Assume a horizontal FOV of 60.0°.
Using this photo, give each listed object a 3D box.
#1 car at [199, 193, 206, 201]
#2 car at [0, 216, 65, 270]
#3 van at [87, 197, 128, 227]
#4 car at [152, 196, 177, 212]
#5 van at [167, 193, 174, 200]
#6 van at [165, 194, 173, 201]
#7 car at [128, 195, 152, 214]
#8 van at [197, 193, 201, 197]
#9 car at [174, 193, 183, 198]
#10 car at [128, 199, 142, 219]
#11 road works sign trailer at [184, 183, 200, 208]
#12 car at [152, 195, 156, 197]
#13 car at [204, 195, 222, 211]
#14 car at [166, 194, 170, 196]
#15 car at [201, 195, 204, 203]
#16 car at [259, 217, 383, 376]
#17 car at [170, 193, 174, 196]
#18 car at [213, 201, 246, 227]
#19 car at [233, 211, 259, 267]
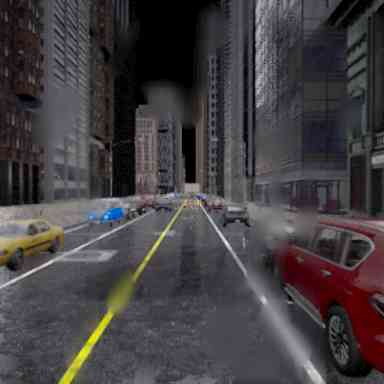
[{"bbox_3d":[2.768,1.514,67.541,1.887,1.381,4.507,0,0,0],"label":"car"},{"bbox_3d":[-5.764,1.515,10.960,1.752,1.417,4.829,0,0,0],"label":"car"},{"bbox_3d":[-5.763,1.323,22.411,1.690,1.788,3.998,0,0,0],"label":"van"},{"bbox_3d":[-3.092,1.524,37.996,2.033,1.411,5.357,0,0,0],"label":"car"},{"bbox_3d":[-5.755,1.304,90.100,1.690,1.788,3.998,0,0,0],"label":"van"},{"bbox_3d":[-5.756,1.305,84.459,1.690,1.788,3.998,0,0,0],"label":"van"},{"bbox_3d":[-5.762,1.293,33.692,2.192,1.841,5.009,0,0,0],"label":"car"},{"bbox_3d":[2.770,1.305,84.463,1.690,1.788,3.998,0,0,0],"label":"van"},{"bbox_3d":[-2.990,1.133,79.097,1.994,1.385,4.181,0,0,0],"label":"car"},{"bbox_3d":[-5.762,1.530,28.052,2.008,1.369,4.403,0,0,0],"label":"car"},{"bbox_3d":[0.006,0.438,48.004,2.380,3.560,2.880,0,0,0],"label":"road works sign trailer"},{"bbox_3d":[-5.761,1.290,44.974,2.192,1.841,5.009,0,0,0],"label":"car"},{"bbox_3d":[2.764,1.416,39.337,1.967,1.590,4.097,0,0,0],"label":"car"},{"bbox_3d":[-5.758,1.536,61.897,1.947,1.339,4.313,0,0,0],"label":"car"},{"bbox_3d":[2.766,1.539,50.619,1.947,1.339,4.313,0,0,0],"label":"car"},{"bbox_3d":[2.760,1.310,5.495,2.192,1.841,5.009,0,0,0],"label":"car"},{"bbox_3d":[-5.756,1.518,73.178,2.008,1.369,4.403,0,0,0],"label":"car"},{"bbox_3d":[2.763,1.533,22.417,2.008,1.369,4.403,0,0,0],"label":"car"},{"bbox_3d":[2.761,1.541,11.136,2.008,1.369,4.403,0,0,0],"label":"car"}]
